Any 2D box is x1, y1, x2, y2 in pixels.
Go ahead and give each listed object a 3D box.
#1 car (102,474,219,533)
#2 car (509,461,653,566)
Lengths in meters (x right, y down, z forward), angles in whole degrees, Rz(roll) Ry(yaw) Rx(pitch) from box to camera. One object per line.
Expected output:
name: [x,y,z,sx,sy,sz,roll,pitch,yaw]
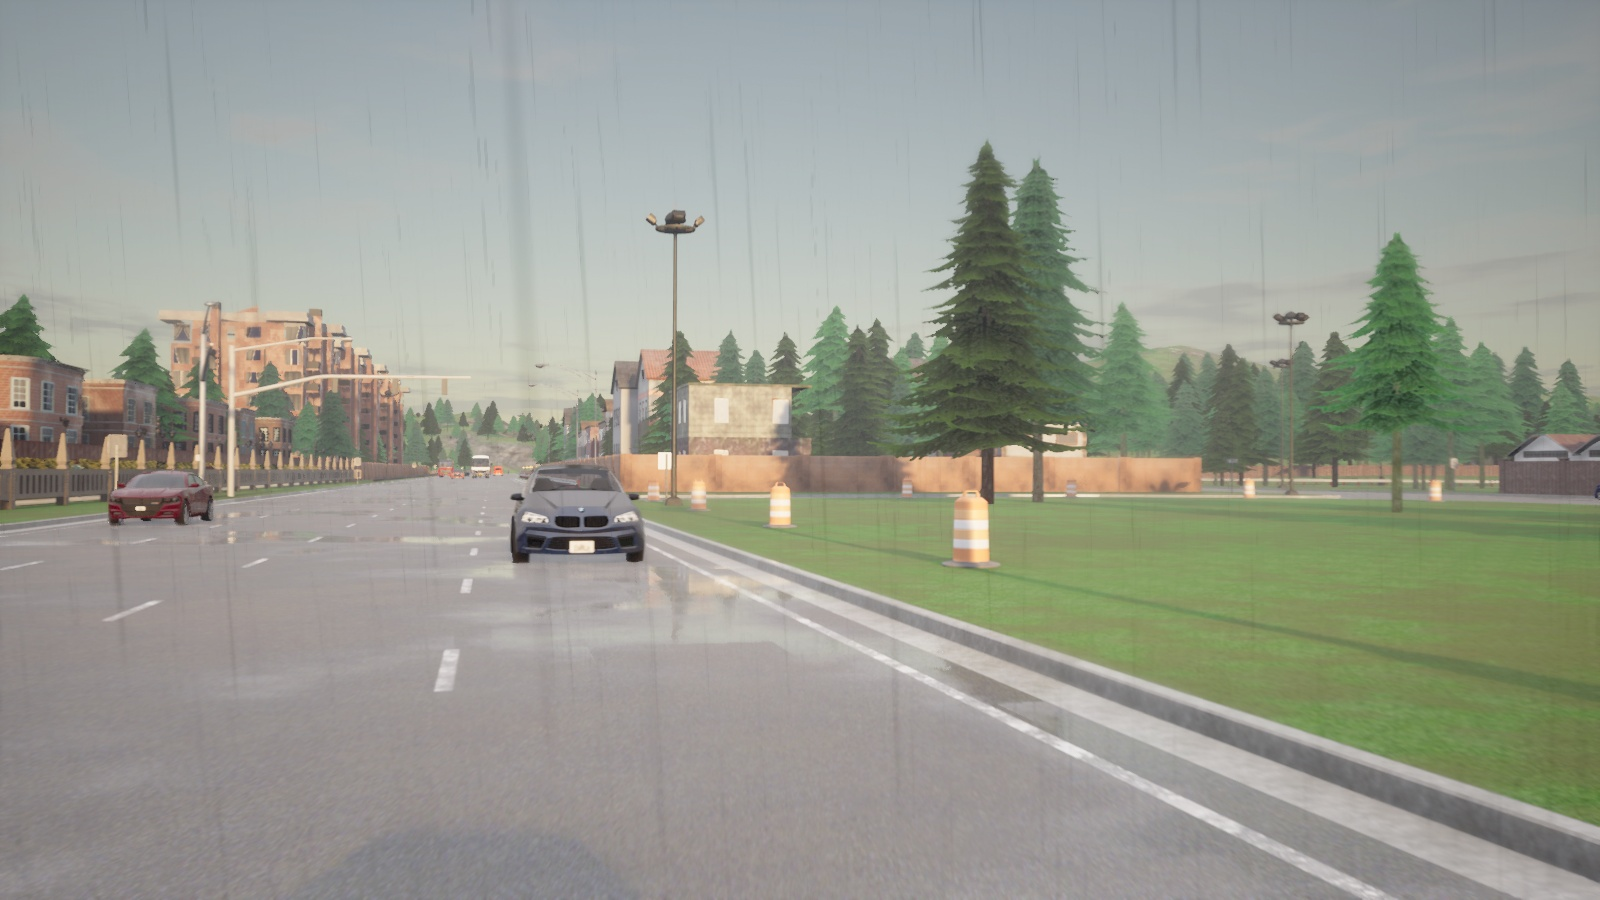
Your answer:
car: [-18.096,1.469,35.795,1.882,1.535,5.008,0,-1,-14]
car: [-4.052,1.057,22.601,2.242,1.667,4.611,0,-1,-14]
